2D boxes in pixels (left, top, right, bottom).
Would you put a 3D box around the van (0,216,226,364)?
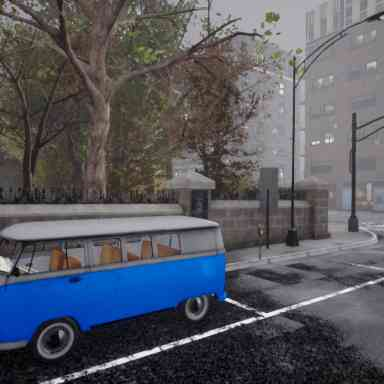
[{"bbox_3d":[-1.276,1.342,5.581,3.998,1.788,1.690,0,1,-35],"label":"van"}]
